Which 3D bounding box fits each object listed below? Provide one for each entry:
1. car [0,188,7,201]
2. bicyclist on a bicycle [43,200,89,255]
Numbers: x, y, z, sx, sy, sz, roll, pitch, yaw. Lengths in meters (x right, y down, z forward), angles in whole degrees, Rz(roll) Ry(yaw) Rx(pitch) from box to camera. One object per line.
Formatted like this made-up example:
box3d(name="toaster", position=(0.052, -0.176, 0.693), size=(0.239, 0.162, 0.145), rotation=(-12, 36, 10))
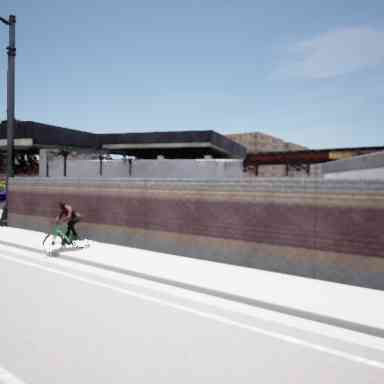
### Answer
box3d(name="car", position=(-20.610, 0.300, 39.455), size=(2.242, 1.667, 4.611), rotation=(2, 1, 37))
box3d(name="bicyclist on a bicycle", position=(-3.944, 1.085, 10.488), size=(0.582, 1.620, 1.656), rotation=(2, 4, 36))
